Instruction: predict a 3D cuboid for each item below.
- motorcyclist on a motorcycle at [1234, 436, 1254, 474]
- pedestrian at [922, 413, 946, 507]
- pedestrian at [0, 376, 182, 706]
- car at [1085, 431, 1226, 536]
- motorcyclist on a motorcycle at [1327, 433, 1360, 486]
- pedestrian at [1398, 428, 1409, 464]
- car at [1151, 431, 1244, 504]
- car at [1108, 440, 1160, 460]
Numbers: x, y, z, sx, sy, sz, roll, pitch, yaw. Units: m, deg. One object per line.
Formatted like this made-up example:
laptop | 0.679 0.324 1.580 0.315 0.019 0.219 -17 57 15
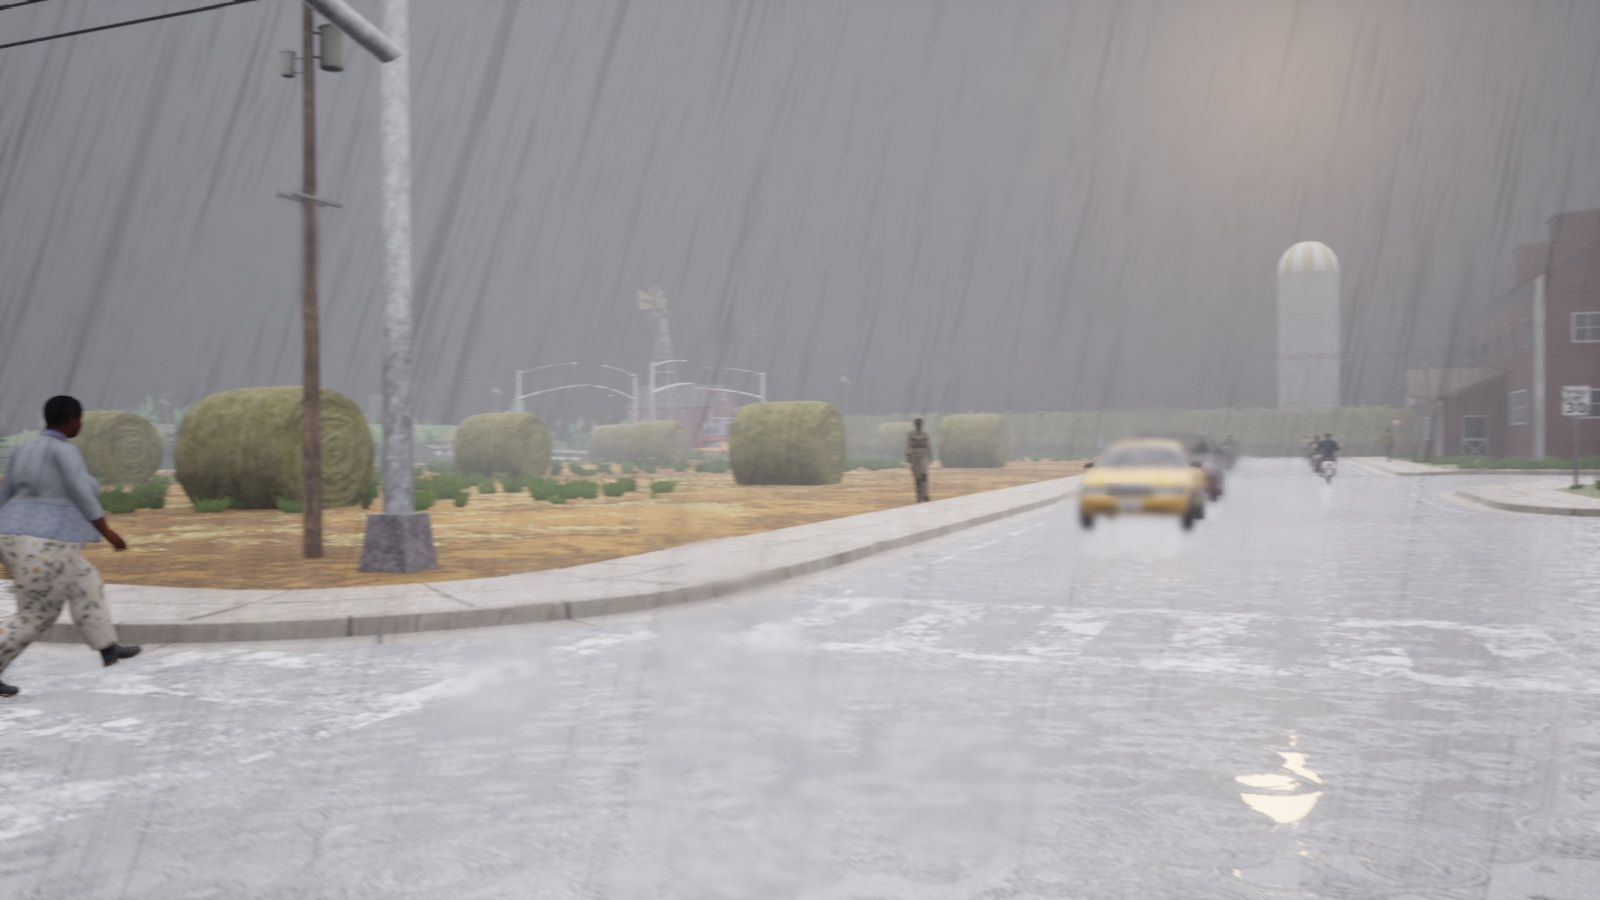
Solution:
motorcyclist on a motorcycle | 19.747 0.203 55.802 0.766 1.649 2.350 0 1 22
pedestrian | 2.794 0.197 26.194 0.396 1.930 0.692 0 0 -2
pedestrian | -4.453 0.508 7.676 0.874 1.855 0.900 0 0 36
car | 6.245 0.487 21.630 1.801 1.575 5.366 0 0 22
motorcyclist on a motorcycle | 16.820 0.288 38.877 0.866 1.590 1.817 -1 0 22
pedestrian | 31.505 -0.206 65.578 0.431 1.840 0.709 0 0 20
car | 9.593 0.376 30.103 1.851 1.617 3.988 0 0 22
car | 25.327 -0.008 95.197 3.633 1.501 1.845 0 0 22
